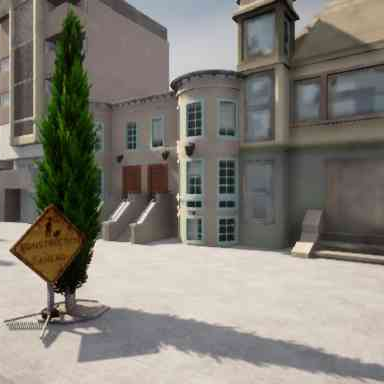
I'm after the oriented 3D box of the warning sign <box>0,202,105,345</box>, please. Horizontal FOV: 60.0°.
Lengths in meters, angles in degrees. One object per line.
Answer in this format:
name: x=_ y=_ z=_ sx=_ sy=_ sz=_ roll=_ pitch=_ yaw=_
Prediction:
warning sign: x=-2.247 y=1.112 z=5.288 sx=1.060 sy=1.860 sz=1.300 roll=0 pitch=0 yaw=35
